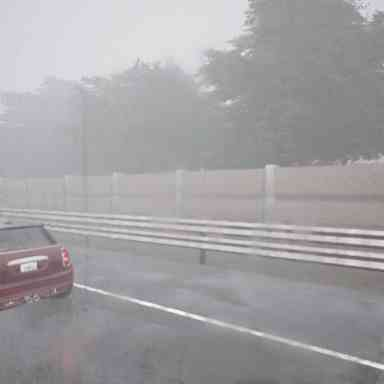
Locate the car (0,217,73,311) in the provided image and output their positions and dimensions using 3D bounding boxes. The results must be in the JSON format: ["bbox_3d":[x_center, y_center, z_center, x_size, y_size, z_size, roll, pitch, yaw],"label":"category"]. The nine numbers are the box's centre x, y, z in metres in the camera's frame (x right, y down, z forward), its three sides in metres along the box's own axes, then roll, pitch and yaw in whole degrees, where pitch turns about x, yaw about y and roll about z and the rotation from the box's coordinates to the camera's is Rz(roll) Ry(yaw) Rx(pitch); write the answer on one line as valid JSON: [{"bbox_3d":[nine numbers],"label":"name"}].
[{"bbox_3d":[-4.645,1.359,7.188,4.553,1.767,2.097,0,0,36],"label":"car"}]
